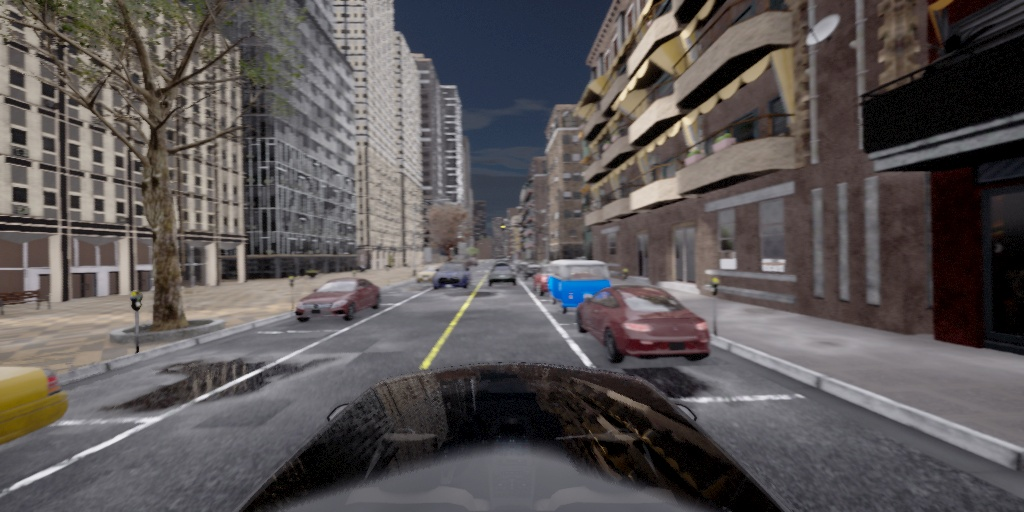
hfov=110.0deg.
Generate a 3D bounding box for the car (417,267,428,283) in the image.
[{"bbox_3d":[-6.575,1.399,29.392,1.751,1.417,4.829,0,0,-2],"label":"car"}]

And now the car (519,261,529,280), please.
[{"bbox_3d":[1.792,1.246,29.847,2.007,1.370,4.403,0,0,-2],"label":"car"}]

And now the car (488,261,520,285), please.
[{"bbox_3d":[-0.698,1.314,25.986,1.994,1.385,4.181,-1,0,-2],"label":"car"}]

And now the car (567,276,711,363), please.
[{"bbox_3d":[2.547,1.274,7.730,1.802,1.307,4.207,0,0,-2],"label":"car"}]

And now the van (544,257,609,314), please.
[{"bbox_3d":[2.358,1.033,13.259,1.690,1.789,3.998,0,0,-2],"label":"van"}]

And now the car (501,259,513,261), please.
[{"bbox_3d":[-1.154,1.256,39.958,1.837,1.490,4.892,-1,-1,-2],"label":"car"}]

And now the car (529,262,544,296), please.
[{"bbox_3d":[2.169,1.133,18.788,1.967,1.591,4.097,0,0,-2],"label":"car"}]

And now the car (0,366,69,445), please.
[{"bbox_3d":[-5.632,1.396,1.745,1.751,1.417,4.829,0,0,-2],"label":"car"}]

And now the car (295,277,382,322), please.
[{"bbox_3d":[-6.015,1.453,12.974,1.802,1.307,4.207,0,0,-2],"label":"car"}]

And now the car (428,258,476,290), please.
[{"bbox_3d":[-3.768,1.169,23.200,2.097,1.767,4.553,-1,0,-2],"label":"car"}]
